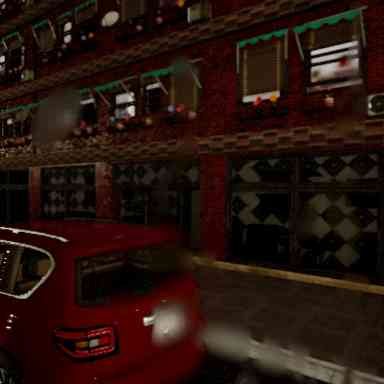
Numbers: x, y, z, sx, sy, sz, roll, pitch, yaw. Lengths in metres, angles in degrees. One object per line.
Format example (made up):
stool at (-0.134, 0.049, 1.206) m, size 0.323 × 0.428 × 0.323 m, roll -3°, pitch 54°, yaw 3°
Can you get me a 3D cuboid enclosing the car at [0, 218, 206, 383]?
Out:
car at (-2.172, 1.281, 4.423) m, size 5.009 × 1.841 × 2.192 m, roll 1°, pitch 0°, yaw 36°
